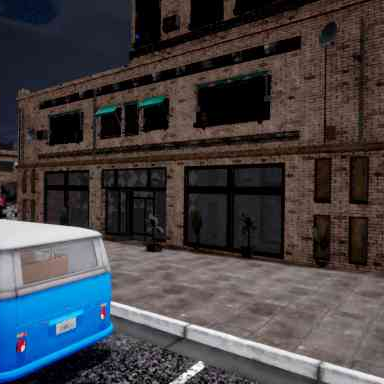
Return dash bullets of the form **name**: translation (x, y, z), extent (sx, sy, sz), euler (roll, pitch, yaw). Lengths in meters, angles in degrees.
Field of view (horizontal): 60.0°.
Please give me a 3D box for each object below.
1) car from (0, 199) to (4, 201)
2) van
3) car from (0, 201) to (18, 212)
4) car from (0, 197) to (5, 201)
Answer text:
- **car**: translation (-21.779, 1.684, 33.341), extent (1.994, 1.385, 4.181), euler (1, 0, 36)
- **van**: translation (-2.989, 1.340, 4.993), extent (3.998, 1.788, 1.690), euler (0, 1, 36)
- **car**: translation (-16.117, 1.793, 31.264), extent (1.947, 1.339, 4.313), euler (0, 0, 36)
- **car**: translation (-22.870, 1.411, 36.222), extent (2.192, 1.841, 5.009), euler (0, 0, 36)
